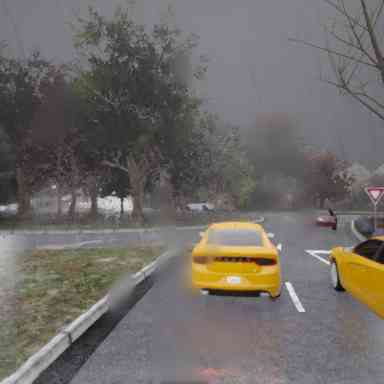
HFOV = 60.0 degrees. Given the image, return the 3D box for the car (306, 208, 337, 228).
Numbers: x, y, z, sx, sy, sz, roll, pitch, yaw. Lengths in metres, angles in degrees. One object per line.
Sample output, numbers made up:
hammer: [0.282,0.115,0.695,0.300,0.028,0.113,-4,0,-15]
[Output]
car: [9.416,1.860,24.064,1.994,1.385,4.181,-1,-2,23]

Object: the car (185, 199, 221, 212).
car: [1.252,2.223,52.867,5.566,2.045,2.150,-1,-3,34]

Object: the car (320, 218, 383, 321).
car: [4.015,1.492,5.981,1.882,1.535,5.008,0,0,7]

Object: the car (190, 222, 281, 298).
car: [1.150,1.519,8.707,1.882,1.535,5.008,0,0,8]

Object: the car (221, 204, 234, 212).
car: [4.378,2.644,54.467,4.718,1.301,1.895,-1,-2,40]

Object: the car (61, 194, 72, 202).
car: [-32.855,1.884,85.267,1.946,1.575,5.366,0,2,-12]
